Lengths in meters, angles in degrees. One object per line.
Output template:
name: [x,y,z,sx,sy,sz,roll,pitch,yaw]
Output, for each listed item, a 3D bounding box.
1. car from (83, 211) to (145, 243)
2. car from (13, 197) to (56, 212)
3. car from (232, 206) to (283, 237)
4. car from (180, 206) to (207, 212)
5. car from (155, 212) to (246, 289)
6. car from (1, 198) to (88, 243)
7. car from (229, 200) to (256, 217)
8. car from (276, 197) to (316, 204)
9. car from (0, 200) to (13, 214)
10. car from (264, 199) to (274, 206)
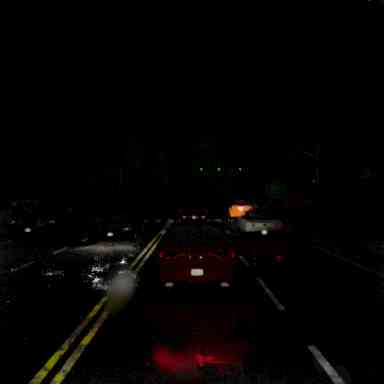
car: [-3.552,1.655,16.378,1.994,1.385,4.181,0,0,0]
car: [-19.953,1.582,42.329,4.553,1.767,2.097,0,0,-2]
car: [3.623,1.706,18.797,1.895,1.301,4.718,0,0,0]
car: [0.120,1.680,23.738,2.033,1.411,5.357,0,0,0]
car: [0.109,1.530,9.343,1.882,1.535,5.008,0,-1,0]
car: [-7.050,1.318,17.094,2.150,2.045,5.566,0,-1,1]
car: [4.739,1.520,30.389,2.097,1.767,4.553,0,0,15]
car: [15.836,1.759,50.592,5.008,1.535,1.882,0,0,-2]
car: [-23.865,1.698,38.712,4.902,1.511,2.128,0,0,-2]
car: [14.896,1.672,57.563,4.553,1.767,2.097,0,0,-2]
